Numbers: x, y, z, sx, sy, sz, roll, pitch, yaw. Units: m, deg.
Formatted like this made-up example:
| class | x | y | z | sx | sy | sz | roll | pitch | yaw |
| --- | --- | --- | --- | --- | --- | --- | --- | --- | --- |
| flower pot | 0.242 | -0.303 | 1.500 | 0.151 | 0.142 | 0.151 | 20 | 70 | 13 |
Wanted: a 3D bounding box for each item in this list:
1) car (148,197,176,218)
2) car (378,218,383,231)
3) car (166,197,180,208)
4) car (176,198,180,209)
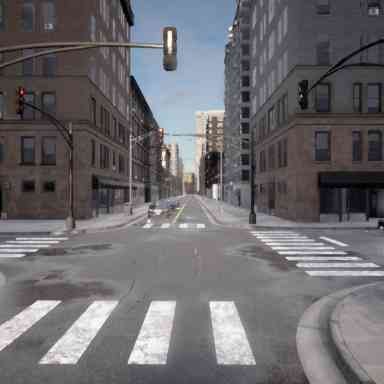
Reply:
| class | x | y | z | sx | sy | sz | roll | pitch | yaw |
| --- | --- | --- | --- | --- | --- | --- | --- | --- | --- |
| car | -2.836 | 1.499 | 30.020 | 2.128 | 1.511 | 4.902 | 0 | 0 | 0 |
| car | 12.379 | 1.563 | 17.894 | 4.313 | 1.339 | 1.947 | 0 | 0 | 0 |
| car | -2.808 | 1.556 | 49.950 | 1.812 | 1.442 | 4.674 | 0 | 0 | 0 |
| car | -2.824 | 1.617 | 39.214 | 1.895 | 1.301 | 4.718 | 0 | 0 | 0 |
